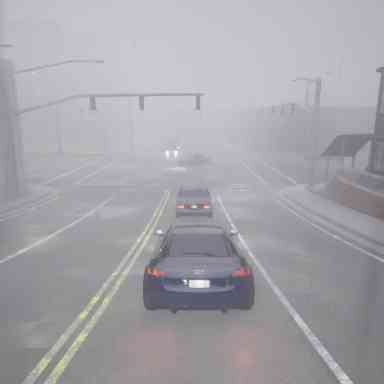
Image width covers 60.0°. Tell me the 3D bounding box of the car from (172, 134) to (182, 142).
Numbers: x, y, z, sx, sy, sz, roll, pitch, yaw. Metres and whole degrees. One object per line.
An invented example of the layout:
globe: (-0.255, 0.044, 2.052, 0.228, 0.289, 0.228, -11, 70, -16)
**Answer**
car: (-3.460, -10.491, 68.418, 2.128, 1.511, 4.902, 0, 12, 0)

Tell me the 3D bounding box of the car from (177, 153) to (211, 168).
car: (0.235, -3.591, 37.170, 1.994, 1.385, 4.181, 11, 16, 42)

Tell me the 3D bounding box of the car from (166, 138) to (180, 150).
car: (-3.538, -8.296, 58.772, 1.895, 1.301, 4.718, 0, 12, -2)

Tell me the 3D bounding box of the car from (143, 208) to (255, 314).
car: (0.107, 1.346, 7.396, 1.994, 1.385, 4.181, 0, 3, 0)

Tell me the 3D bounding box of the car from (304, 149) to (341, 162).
car: (16.382, -4.552, 41.363, 4.674, 1.442, 1.812, 0, 12, 1)

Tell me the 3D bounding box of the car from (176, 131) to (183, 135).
car: (-3.454, -12.782, 78.056, 2.097, 1.767, 4.553, 0, 12, 0)

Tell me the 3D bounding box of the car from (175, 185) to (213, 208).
car: (0.103, 0.361, 17.283, 2.033, 1.411, 5.357, 0, 8, 0)

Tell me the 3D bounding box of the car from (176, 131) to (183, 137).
car: (-3.445, -16.284, 92.997, 1.812, 1.442, 4.674, 0, 12, 0)
